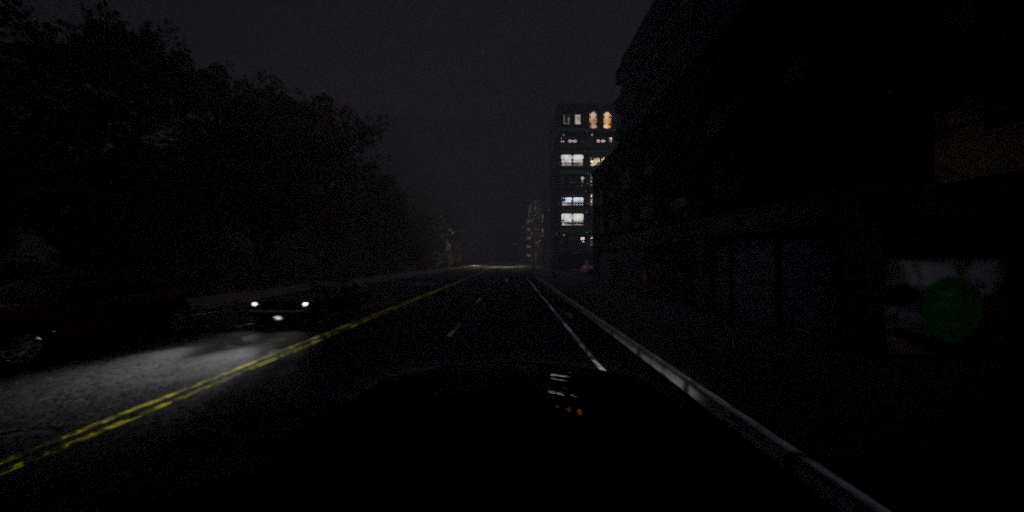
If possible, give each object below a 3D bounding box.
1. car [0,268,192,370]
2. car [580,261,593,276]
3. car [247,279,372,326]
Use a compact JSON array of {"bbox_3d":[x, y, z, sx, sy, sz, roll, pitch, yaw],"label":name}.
[{"bbox_3d":[-9.849,1.171,7.881,2.097,1.767,4.553,0,-1,0],"label":"car"},{"bbox_3d":[12.256,1.732,49.687,5.566,2.045,2.150,1,-1,0],"label":"car"},{"bbox_3d":[-6.599,1.469,12.341,1.895,1.301,4.718,0,-1,0],"label":"car"}]
